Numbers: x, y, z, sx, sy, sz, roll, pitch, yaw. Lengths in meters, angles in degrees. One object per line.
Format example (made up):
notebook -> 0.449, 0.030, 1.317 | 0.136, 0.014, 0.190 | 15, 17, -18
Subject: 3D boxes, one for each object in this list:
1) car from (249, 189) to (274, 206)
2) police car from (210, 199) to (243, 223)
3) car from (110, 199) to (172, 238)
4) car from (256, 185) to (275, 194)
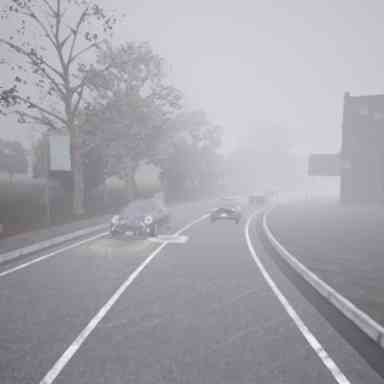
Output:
car -> 8.457, 0.778, 41.484 | 1.882, 1.535, 5.008 | 2, 3, 24
police car -> 2.596, 1.277, 23.888 | 2.038, 1.542, 4.974 | 1, 1, 12
car -> -2.428, 1.195, 16.841 | 2.097, 1.767, 4.553 | 1, 1, 9
car -> 12.116, -0.157, 55.835 | 2.150, 2.045, 5.566 | 4, 4, 33
